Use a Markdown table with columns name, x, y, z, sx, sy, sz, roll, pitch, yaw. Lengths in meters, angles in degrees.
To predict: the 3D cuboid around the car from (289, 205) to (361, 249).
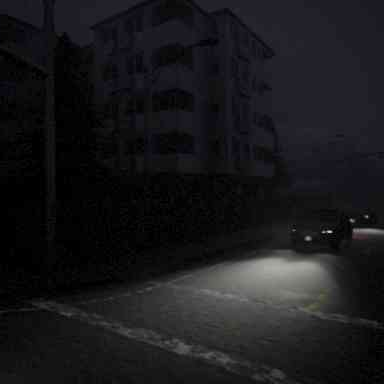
| name | x | y | z | sx | sy | sz | roll | pitch | yaw |
| --- | --- | --- | --- | --- | --- | --- | --- | --- | --- |
| car | 5.873 | 1.532 | 14.877 | 2.128 | 1.511 | 4.902 | -1 | 0 | 35 |

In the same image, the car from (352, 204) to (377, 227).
| name | x | y | z | sx | sy | sz | roll | pitch | yaw |
| --- | --- | --- | --- | --- | --- | --- | --- | --- | --- |
| car | 11.722 | 1.568 | 23.276 | 1.812 | 1.442 | 4.674 | -1 | 0 | 35 |
